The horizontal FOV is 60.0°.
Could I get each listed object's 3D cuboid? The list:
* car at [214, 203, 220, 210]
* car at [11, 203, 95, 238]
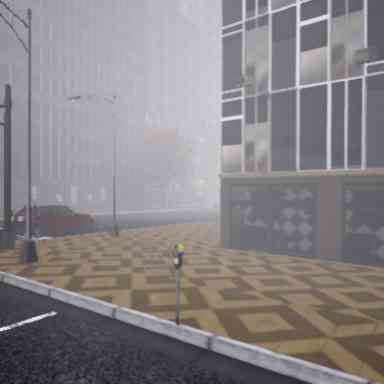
[{"bbox_3d":[5.506,2.372,57.948,1.994,1.385,4.181,0,-1,33],"label":"car"},{"bbox_3d":[-7.835,1.511,19.216,2.097,1.767,4.553,0,-1,33],"label":"car"}]
